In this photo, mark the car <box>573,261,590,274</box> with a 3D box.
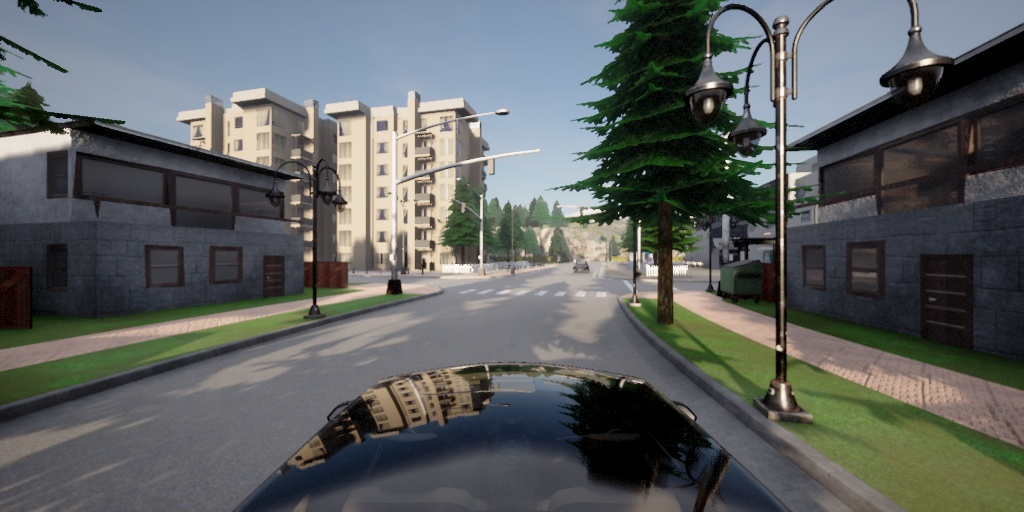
[{"bbox_3d":[8.690,1.388,44.801,2.128,1.511,4.902,0,0,14],"label":"car"}]
